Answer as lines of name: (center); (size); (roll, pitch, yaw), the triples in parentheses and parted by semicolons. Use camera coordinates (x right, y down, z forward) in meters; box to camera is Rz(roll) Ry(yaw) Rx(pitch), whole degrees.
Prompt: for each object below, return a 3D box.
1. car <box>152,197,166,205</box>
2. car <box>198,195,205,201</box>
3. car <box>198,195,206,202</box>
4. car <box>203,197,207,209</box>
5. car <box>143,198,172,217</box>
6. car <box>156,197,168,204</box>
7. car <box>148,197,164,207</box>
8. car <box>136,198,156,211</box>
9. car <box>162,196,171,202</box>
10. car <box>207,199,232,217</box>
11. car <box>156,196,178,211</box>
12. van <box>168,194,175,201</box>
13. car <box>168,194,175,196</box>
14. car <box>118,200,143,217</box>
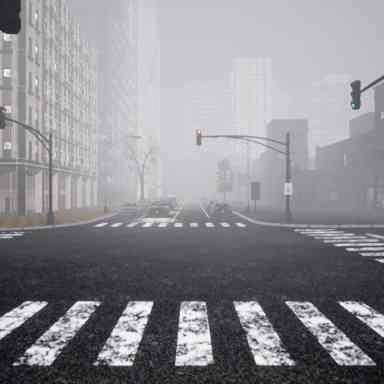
car: (-5.722, 1.594, 58.520); (1.947, 1.339, 4.313); (0, 0, 0)
car: (2.639, 1.639, 91.771); (1.947, 1.339, 4.313); (0, 0, 0)
car: (2.649, 1.600, 75.148); (2.008, 1.369, 4.403); (0, 0, 0)
car: (2.668, 1.598, 41.903); (1.802, 1.307, 4.206); (0, 0, 0)
car: (-3.135, 1.573, 30.997); (1.994, 1.385, 4.181); (0, 0, -2)
car: (-5.726, 1.600, 64.062); (1.947, 1.339, 4.313); (0, 0, 0)
car: (-5.718, 1.574, 52.980); (2.008, 1.369, 4.403); (0, 0, 0)
car: (-5.713, 1.541, 41.728); (1.752, 1.417, 4.829); (0, 0, 0)
car: (-5.732, 1.631, 75.143); (1.802, 1.307, 4.206); (0, 0, 0)
car: (2.675, 1.554, 30.821); (1.887, 1.381, 4.507); (0, 0, 0)
car: (-3.120, 1.579, 40.960); (1.994, 1.385, 4.181); (0, 0, 0)
van: (-5.741, 1.414, 91.766); (1.690, 1.788, 3.998); (0, 0, 0)
car: (-3.117, 1.500, 50.943); (1.882, 1.535, 5.008); (0, 0, 0)
car: (-5.707, 1.591, 30.816); (1.802, 1.307, 4.206); (0, 0, 0)
